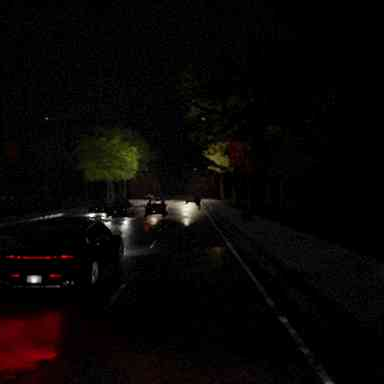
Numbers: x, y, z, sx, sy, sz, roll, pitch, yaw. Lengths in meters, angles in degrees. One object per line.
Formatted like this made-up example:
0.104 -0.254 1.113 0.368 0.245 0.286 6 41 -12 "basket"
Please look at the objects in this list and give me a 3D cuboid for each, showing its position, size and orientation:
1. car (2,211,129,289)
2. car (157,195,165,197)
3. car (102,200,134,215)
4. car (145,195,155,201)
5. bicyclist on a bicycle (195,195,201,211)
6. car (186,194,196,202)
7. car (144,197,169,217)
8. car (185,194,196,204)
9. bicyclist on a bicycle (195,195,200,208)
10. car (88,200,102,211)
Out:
-3.177 1.504 9.109 1.837 1.490 4.892 0 0 0 "car"
-6.697 1.429 71.957 1.837 1.490 4.892 0 0 0 "car"
-6.683 1.499 31.254 1.837 1.490 4.892 0 0 0 "car"
-9.966 1.335 79.004 1.895 1.301 4.718 0 0 0 "car"
0.785 1.362 38.947 0.659 1.776 1.843 0 0 0 "bicyclist on a bicycle"
-0.209 1.328 76.337 2.097 1.767 4.553 0 0 0 "car"
-3.236 1.486 30.861 2.128 1.511 4.902 0 0 0 "car"
-0.160 1.504 61.399 1.812 1.442 4.674 0 0 0 "car"
0.757 1.357 49.061 0.659 1.776 1.843 0 0 0 "bicyclist on a bicycle"
-9.943 1.555 36.655 1.994 1.385 4.181 0 0 0 "car"
